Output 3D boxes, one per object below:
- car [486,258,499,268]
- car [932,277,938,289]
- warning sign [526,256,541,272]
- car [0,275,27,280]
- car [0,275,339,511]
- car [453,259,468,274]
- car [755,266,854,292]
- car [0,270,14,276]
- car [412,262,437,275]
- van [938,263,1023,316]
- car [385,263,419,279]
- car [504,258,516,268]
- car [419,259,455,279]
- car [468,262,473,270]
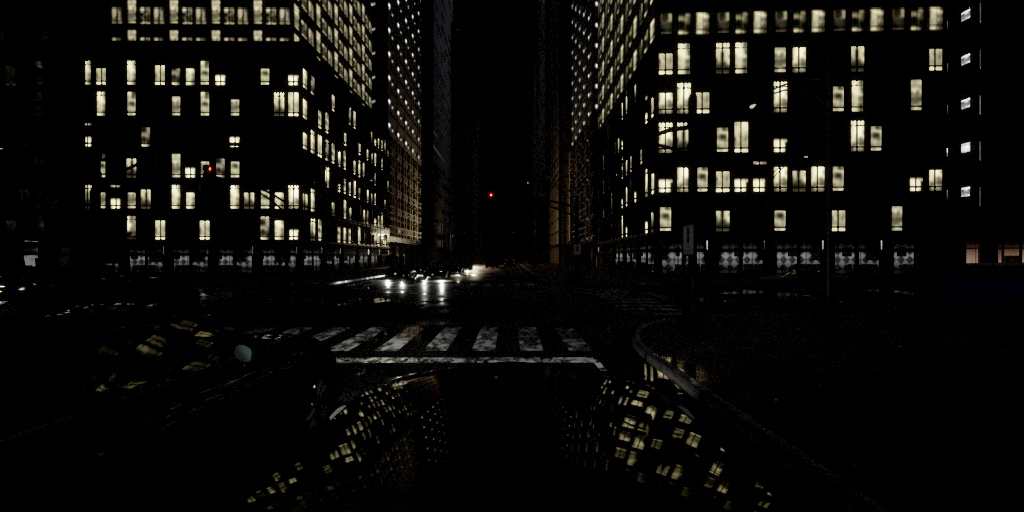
[{"bbox_3d":[-3.540,1.213,63.634,2.097,1.767,4.553,0,0,-1],"label":"car"},{"bbox_3d":[26.803,1.357,20.502,4.207,1.307,1.802,0,0,2],"label":"car"},{"bbox_3d":[2.601,0.910,40.818,1.300,1.860,1.060,0,0,0],"label":"warning sign"},{"bbox_3d":[-9.666,1.256,8.425,1.837,1.490,4.892,2,0,-3],"label":"car"},{"bbox_3d":[-3.155,1.102,2.543,2.097,1.767,4.553,0,0,0],"label":"car"},{"bbox_3d":[-6.861,1.277,42.811,1.882,1.535,5.008,0,0,0],"label":"car"},{"bbox_3d":[16.966,1.293,20.923,4.829,1.417,1.751,0,0,2],"label":"car"},{"bbox_3d":[-24.796,1.262,16.372,4.892,1.490,1.837,0,0,0],"label":"car"},{"bbox_3d":[-10.097,1.360,41.690,1.994,1.385,4.181,0,0,0],"label":"car"},{"bbox_3d":[18.289,1.119,12.760,3.998,1.789,1.690,0,0,2],"label":"van"},{"bbox_3d":[-10.048,1.343,32.782,1.994,1.385,4.181,0,0,0],"label":"car"},{"bbox_3d":[-0.396,1.426,63.814,1.994,1.385,4.181,0,0,0],"label":"car"},{"bbox_3d":[-6.797,1.305,32.938,1.812,1.442,4.674,0,0,0],"label":"car"},{"bbox_3d":[-6.912,1.389,52.790,1.994,1.385,4.181,0,0,0],"label":"car"}]
